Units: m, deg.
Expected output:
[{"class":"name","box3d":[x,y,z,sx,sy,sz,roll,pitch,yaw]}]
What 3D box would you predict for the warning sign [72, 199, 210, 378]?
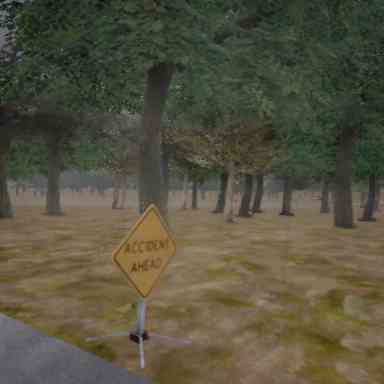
[{"class":"warning sign","box3d":[-0.634,1.089,4.446,1.060,1.860,1.300,4,-1,35]}]
